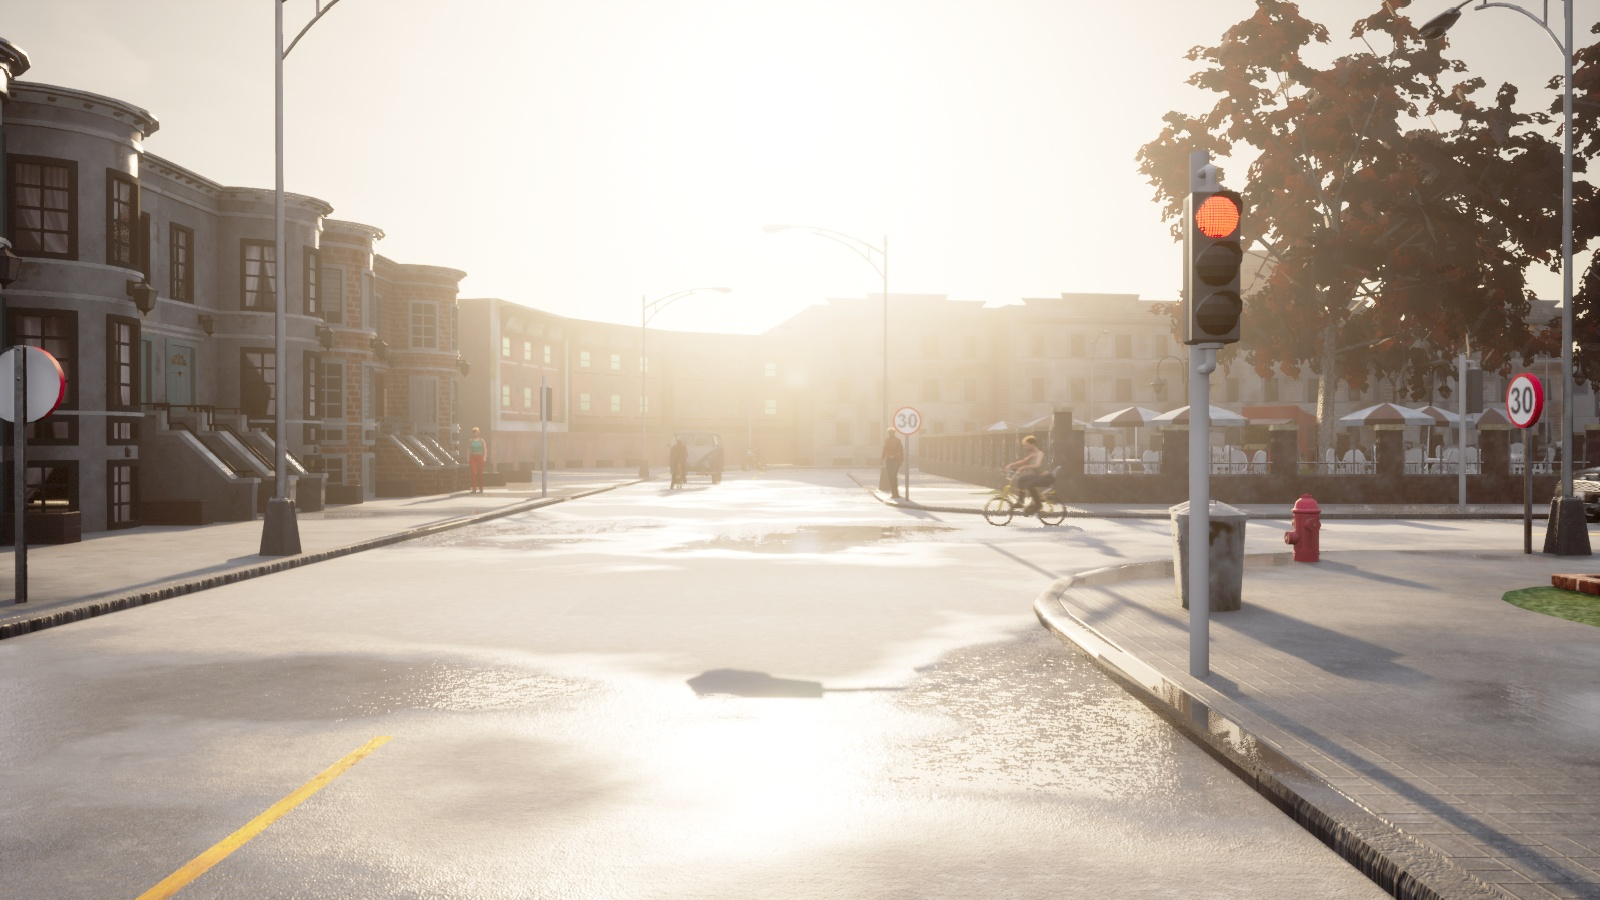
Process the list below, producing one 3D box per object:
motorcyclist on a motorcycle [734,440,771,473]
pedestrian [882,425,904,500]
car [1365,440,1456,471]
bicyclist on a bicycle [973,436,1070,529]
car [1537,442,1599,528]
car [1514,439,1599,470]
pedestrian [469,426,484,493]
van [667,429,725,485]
[{"bbox_3d":[-2.463,0.326,65.692,0.766,1.649,2.350,1,1,30],"label":"motorcyclist on a motorcycle"},{"bbox_3d":[2.336,0.314,31.372,0.331,1.846,0.636,0,0,26],"label":"pedestrian"},{"bbox_3d":[32.763,0.290,67.514,3.988,1.617,1.851,0,0,0],"label":"car"},{"bbox_3d":[3.916,0.561,22.251,1.509,1.612,0.866,0,2,-5],"label":"bicyclist on a bicycle"},{"bbox_3d":[15.577,0.599,22.303,3.806,1.475,1.970,0,0,0],"label":"car"},{"bbox_3d":[43.523,0.236,71.496,4.553,1.767,2.097,0,0,0],"label":"car"},{"bbox_3d":[-8.909,0.253,34.577,0.345,1.836,0.594,0,0,-7],"label":"pedestrian"},{"bbox_3d":[-3.846,0.230,47.095,1.775,1.987,4.442,0,0,0],"label":"van"}]
